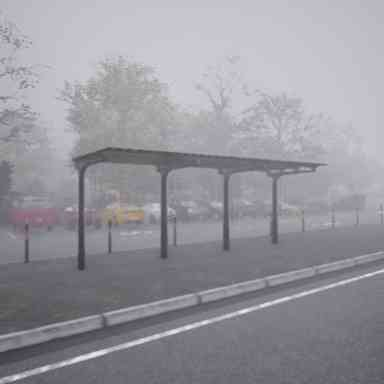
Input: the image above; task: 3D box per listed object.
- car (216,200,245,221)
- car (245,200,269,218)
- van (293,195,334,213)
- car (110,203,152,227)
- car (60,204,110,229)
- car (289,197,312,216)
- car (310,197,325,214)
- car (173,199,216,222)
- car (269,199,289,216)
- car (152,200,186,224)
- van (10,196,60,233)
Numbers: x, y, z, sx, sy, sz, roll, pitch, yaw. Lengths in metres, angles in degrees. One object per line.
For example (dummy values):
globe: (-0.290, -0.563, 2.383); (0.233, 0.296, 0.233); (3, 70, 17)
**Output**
car: (1.716, 1.491, 27.955); (2.097, 1.535, 5.008); (0, 0, -36)
car: (3.980, 1.495, 29.560); (2.231, 1.521, 4.892); (0, 0, -36)
van: (13.073, 1.277, 35.927); (1.878, 1.987, 4.442); (0, 0, -36)
car: (-5.050, 1.487, 23.101); (2.097, 1.535, 5.008); (0, 0, -36)
car: (-7.310, 1.527, 21.487); (2.002, 1.452, 4.674); (0, 0, -36)
car: (8.598, 1.495, 32.642); (1.946, 1.575, 5.366); (0, 0, -36)
car: (10.731, 1.530, 34.433); (2.163, 1.488, 4.792); (0, 0, -36)
car: (-0.556, 1.364, 26.361); (2.185, 1.767, 4.553); (0, 0, -36)
car: (6.216, 1.525, 31.203); (2.163, 1.488, 4.792); (0, 0, -36)
car: (-2.794, 1.529, 24.718); (2.002, 1.452, 4.674); (0, 0, -36)
van: (-9.636, 1.260, 19.970); (1.878, 1.987, 4.442); (0, 0, -36)
